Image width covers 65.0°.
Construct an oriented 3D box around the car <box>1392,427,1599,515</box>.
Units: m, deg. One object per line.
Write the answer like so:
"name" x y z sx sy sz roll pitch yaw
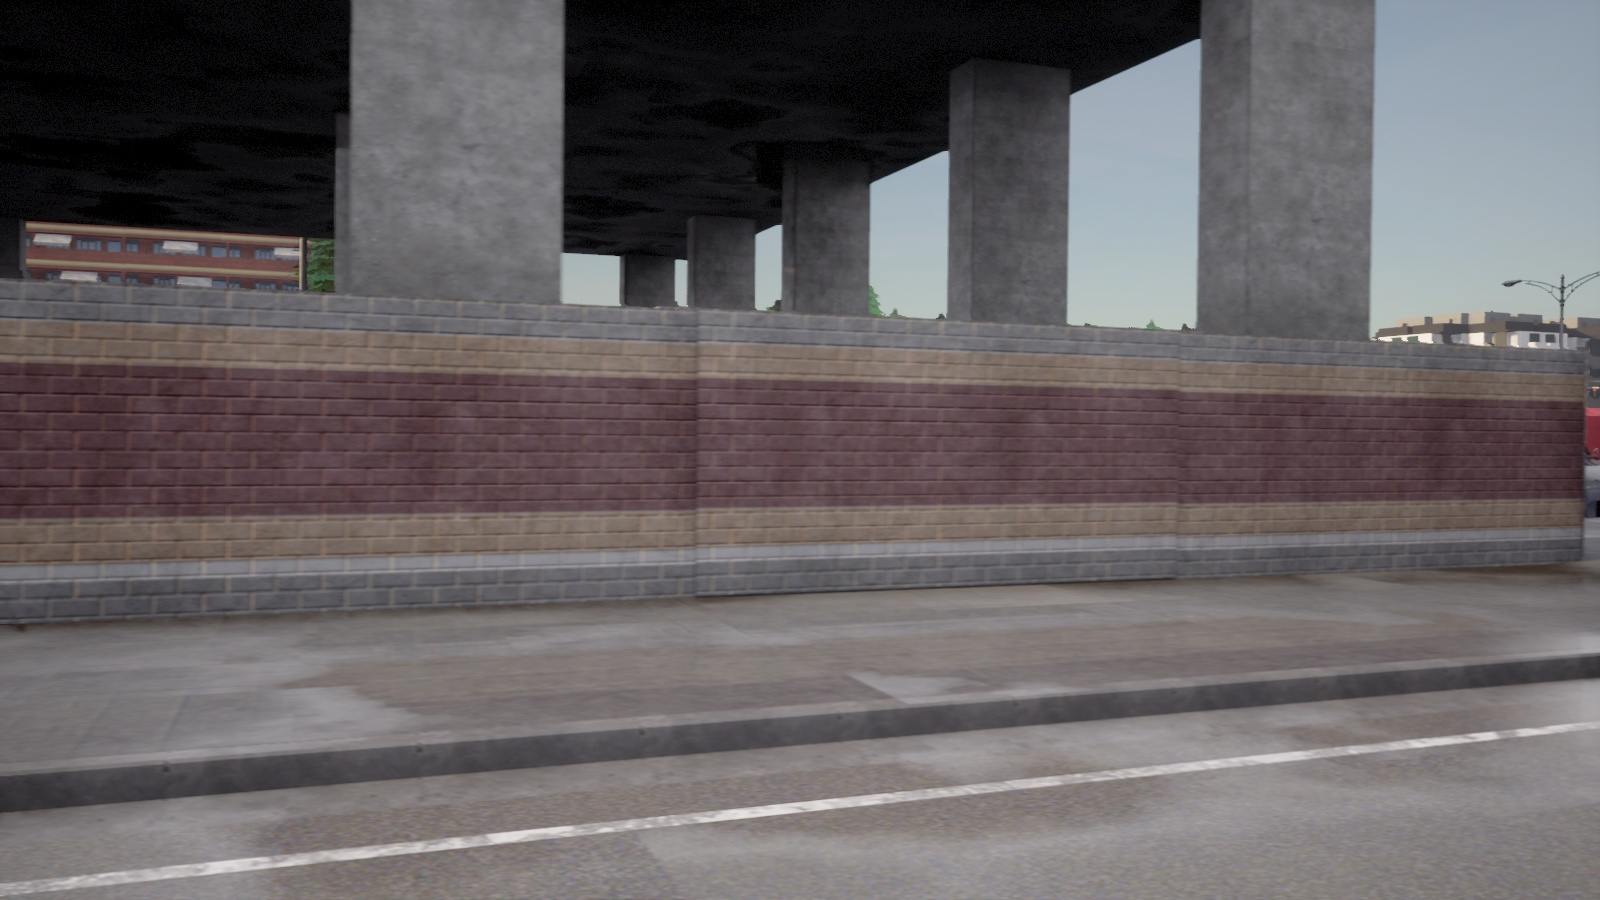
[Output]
"car" 12.932 0.304 22.271 1.994 1.385 4.181 -1 1 -21
